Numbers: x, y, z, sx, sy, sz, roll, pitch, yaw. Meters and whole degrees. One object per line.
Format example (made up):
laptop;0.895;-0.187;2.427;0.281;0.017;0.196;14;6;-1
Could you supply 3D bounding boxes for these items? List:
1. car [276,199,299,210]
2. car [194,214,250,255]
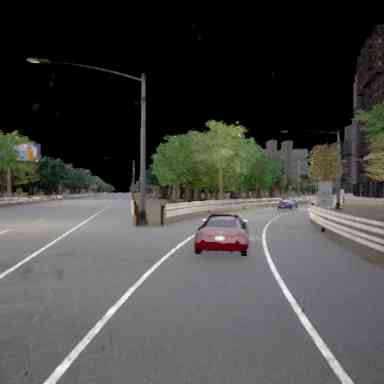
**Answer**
car;12.468;1.584;43.249;1.812;1.442;4.674;0;0;31
car;1.317;1.577;13.509;1.994;1.385;4.181;0;0;10
